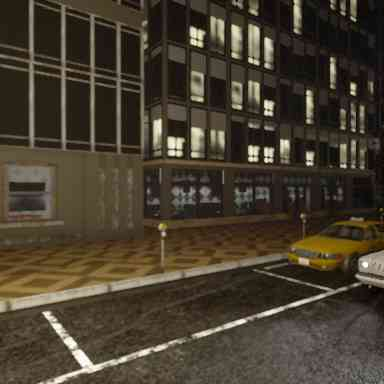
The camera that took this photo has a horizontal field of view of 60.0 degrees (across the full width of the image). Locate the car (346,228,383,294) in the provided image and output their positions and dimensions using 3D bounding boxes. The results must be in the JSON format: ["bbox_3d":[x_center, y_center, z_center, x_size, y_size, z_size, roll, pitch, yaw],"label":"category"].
[{"bbox_3d":[5.696,1.545,7.441,4.718,1.301,1.895,0,0,-35],"label":"car"}]

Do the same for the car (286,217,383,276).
[{"bbox_3d":[4.861,1.465,10.023,4.829,1.417,1.752,0,0,-35],"label":"car"}]
